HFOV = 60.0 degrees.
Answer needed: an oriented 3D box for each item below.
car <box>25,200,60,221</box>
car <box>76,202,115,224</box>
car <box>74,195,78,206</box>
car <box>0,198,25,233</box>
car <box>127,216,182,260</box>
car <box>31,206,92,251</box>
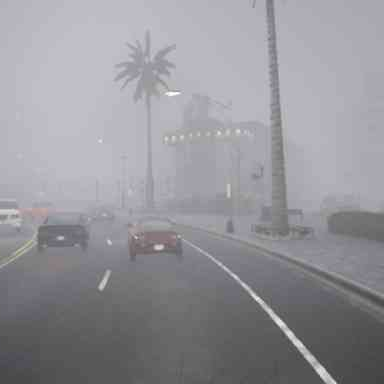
[{"bbox_3d":[-14.064,1.649,30.311,2.097,1.767,4.553,0,-1,-39],"label":"car"},{"bbox_3d":[-8.028,1.833,28.038,1.994,1.385,4.181,0,-1,-33],"label":"car"},{"bbox_3d":[-24.512,1.884,64.979,4.553,1.767,2.185,0,-1,30],"label":"car"},{"bbox_3d":[-12.038,1.433,21.104,2.150,2.045,5.566,0,-1,-28],"label":"car"},{"bbox_3d":[-1.551,1.650,13.077,1.812,1.442,4.674,0,-1,-12],"label":"car"},{"bbox_3d":[-5.654,1.624,15.012,1.882,1.535,5.008,0,-1,-16],"label":"car"}]
